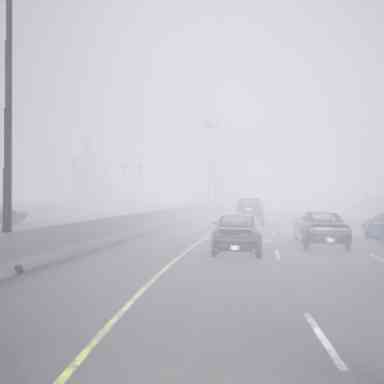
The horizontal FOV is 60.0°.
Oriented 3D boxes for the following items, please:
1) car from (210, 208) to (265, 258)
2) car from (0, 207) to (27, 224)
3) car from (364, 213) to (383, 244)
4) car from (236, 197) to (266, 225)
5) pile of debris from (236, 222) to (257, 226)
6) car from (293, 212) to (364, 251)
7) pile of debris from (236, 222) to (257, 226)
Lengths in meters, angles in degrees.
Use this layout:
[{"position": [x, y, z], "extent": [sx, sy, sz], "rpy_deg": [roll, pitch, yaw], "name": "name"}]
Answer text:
[{"position": [1.872, 1.623, 13.474], "extent": [1.837, 1.490, 4.892], "rpy_deg": [0, 0, 11], "name": "car"}, {"position": [-14.094, 1.743, 23.626], "extent": [1.895, 1.301, 4.718], "rpy_deg": [0, 0, 13], "name": "car"}, {"position": [9.325, 1.635, 15.157], "extent": [1.882, 1.535, 5.008], "rpy_deg": [0, 0, 12], "name": "car"}, {"position": [4.829, 1.464, 27.690], "extent": [2.150, 2.045, 5.566], "rpy_deg": [0, -1, 12], "name": "car"}, {"position": [4.096, 2.393, 24.826], "extent": [1.500, 0.140, 1.860], "rpy_deg": [0, 0, 12], "name": "pile of debris"}, {"position": [5.713, 1.634, 14.936], "extent": [2.128, 1.511, 4.902], "rpy_deg": [0, -1, 11], "name": "car"}, {"position": [4.096, 2.393, 24.826], "extent": [1.500, 0.140, 1.860], "rpy_deg": [0, 0, 12], "name": "pile of debris"}]
